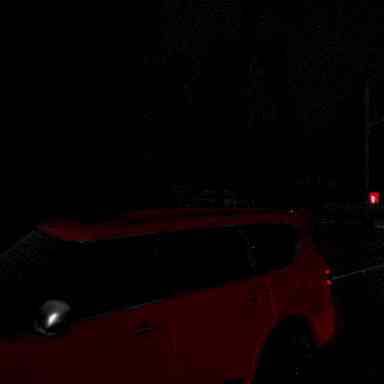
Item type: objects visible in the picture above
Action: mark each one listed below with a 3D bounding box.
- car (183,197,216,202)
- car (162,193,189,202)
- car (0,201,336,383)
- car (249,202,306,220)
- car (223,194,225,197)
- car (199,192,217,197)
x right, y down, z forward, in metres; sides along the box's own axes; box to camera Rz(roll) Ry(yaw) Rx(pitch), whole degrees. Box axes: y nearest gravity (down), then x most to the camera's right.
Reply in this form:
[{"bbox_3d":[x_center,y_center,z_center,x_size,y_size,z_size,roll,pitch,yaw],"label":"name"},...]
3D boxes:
[{"bbox_3d":[1.351,1.579,37.237,1.994,1.385,4.181,0,0,-37],"label":"car"},{"bbox_3d":[-2.974,1.368,49.091,2.097,1.767,4.553,0,0,-36],"label":"car"},{"bbox_3d":[-0.814,1.221,3.409,5.566,2.045,2.150,0,0,-35],"label":"car"},{"bbox_3d":[7.412,1.616,29.219,1.895,1.301,4.718,0,0,-37],"label":"car"},{"bbox_3d":[7.017,1.092,94.380,1.905,1.878,3.866,0,0,-37],"label":"car"},{"bbox_3d":[4.930,1.113,92.316,1.932,1.855,4.605,0,0,-37],"label":"car"}]
